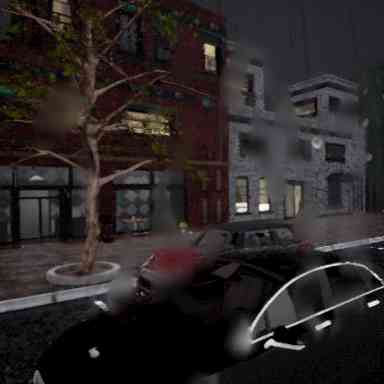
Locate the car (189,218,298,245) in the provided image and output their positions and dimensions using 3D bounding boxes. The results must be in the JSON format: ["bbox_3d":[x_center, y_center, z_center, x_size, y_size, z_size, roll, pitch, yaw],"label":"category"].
[{"bbox_3d":[0.864,1.420,7.181,4.097,1.590,1.967,0,0,-35],"label":"car"}]

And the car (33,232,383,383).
[{"bbox_3d":[0.804,1.494,3.935,4.892,1.490,1.837,0,0,-35],"label":"car"}]
